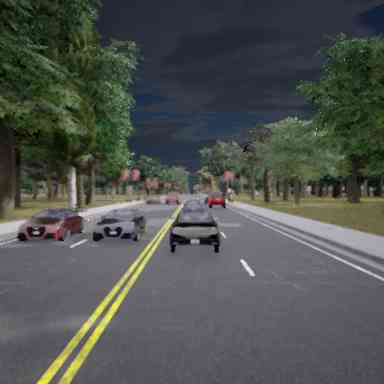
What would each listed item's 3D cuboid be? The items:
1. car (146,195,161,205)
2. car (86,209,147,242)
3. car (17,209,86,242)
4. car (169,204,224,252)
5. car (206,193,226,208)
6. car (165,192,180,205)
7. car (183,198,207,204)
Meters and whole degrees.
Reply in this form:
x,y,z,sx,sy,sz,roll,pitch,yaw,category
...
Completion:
x,y,z,sx,sy,sz,roll,pitch,yaw,category
-6.537,1.235,56.785,2.097,1.767,4.553,0,0,1,car
-3.344,1.528,16.048,1.994,1.385,4.181,0,0,0,car
-6.594,1.528,16.056,1.994,1.385,4.181,0,0,0,car
0.104,1.461,13.703,2.128,1.511,4.902,0,0,0,car
3.365,1.126,45.295,2.150,2.045,5.566,0,0,0,car
-3.284,1.100,56.619,2.150,2.045,5.566,0,0,1,car
0.110,1.495,31.780,1.994,1.385,4.181,0,0,0,car
